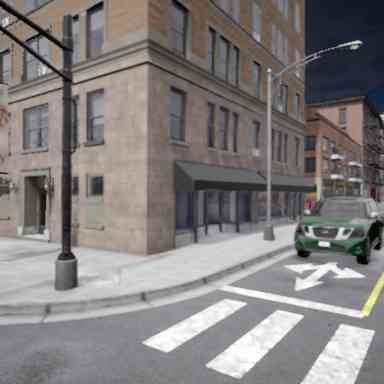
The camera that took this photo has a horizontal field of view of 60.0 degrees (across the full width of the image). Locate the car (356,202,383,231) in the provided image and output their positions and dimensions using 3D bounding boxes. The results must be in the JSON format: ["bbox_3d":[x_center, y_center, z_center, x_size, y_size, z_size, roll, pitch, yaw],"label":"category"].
[{"bbox_3d":[12.002,1.490,21.349,1.882,1.535,5.008,0,0,35],"label":"car"}]

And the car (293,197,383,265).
[{"bbox_3d":[5.577,1.224,12.288,2.150,2.045,5.566,0,0,35],"label":"car"}]
